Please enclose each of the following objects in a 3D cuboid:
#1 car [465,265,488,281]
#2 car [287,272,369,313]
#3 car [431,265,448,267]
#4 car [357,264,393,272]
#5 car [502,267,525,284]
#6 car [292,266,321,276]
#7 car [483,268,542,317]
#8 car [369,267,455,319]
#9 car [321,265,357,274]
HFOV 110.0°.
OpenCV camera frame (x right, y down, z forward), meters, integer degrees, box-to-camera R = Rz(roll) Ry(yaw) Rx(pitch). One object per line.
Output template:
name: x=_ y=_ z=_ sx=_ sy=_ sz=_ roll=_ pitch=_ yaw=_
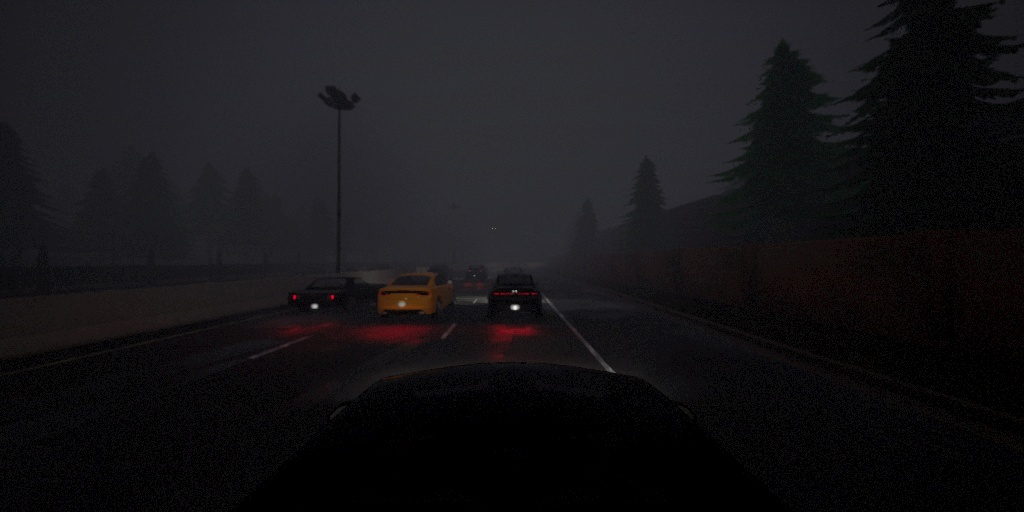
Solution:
car: x=-3.403 y=1.605 z=34.966 sx=2.128 sy=1.511 sz=4.902 roll=0 pitch=-1 yaw=0
car: x=-6.900 y=1.493 z=14.760 sx=1.895 sy=1.301 sz=4.718 roll=0 pitch=-1 yaw=0
car: x=-6.902 y=1.614 z=34.491 sx=1.837 sy=1.490 sz=4.892 roll=0 pitch=0 yaw=0
car: x=-14.086 y=1.637 z=38.076 sx=2.128 sy=1.511 sz=4.902 roll=0 pitch=-1 yaw=0
car: x=0.098 y=1.679 z=31.830 sx=1.895 sy=1.301 sz=4.718 roll=0 pitch=-1 yaw=0
car: x=-21.084 y=1.705 z=37.650 sx=1.994 sy=1.385 sz=4.181 roll=0 pitch=-1 yaw=0
car: x=0.099 y=1.387 z=13.728 sx=1.837 sy=1.490 sz=4.892 roll=0 pitch=0 yaw=0
car: x=-3.401 y=1.357 z=13.561 sx=1.882 sy=1.535 sz=5.008 roll=0 pitch=0 yaw=0
car: x=-17.586 y=1.666 z=37.549 sx=1.812 sy=1.442 sz=4.674 roll=0 pitch=-1 yaw=0
